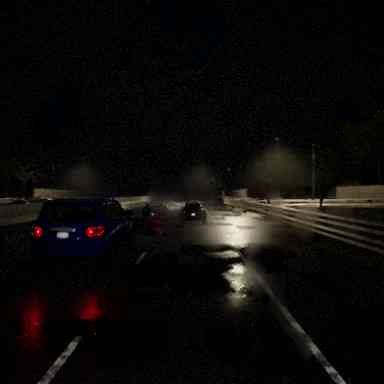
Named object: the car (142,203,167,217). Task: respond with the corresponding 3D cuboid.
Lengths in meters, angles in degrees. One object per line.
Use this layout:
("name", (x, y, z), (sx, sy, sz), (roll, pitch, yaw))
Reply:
("car", (-3.395, 1.642, 31.179), (1.895, 1.301, 4.718), (0, 0, 0))

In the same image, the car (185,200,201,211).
("car", (0.107, 1.676, 42.755), (1.895, 1.301, 4.718), (0, 0, 0))

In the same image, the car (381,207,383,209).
("car", (21.387, 1.310, 33.259), (1.895, 1.301, 4.718), (0, -3, -18))

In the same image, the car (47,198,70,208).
("car", (-21.018, 1.679, 52.548), (1.994, 1.385, 4.181), (0, 0, 1))

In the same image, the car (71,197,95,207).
("car", (-17.507, 1.612, 53.607), (2.128, 1.511, 4.902), (0, 0, 0))

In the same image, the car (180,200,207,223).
("car", (0.104, 1.595, 26.139), (1.994, 1.385, 4.181), (0, 0, 0))

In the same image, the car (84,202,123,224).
("car", (-6.895, 1.557, 26.331), (1.812, 1.442, 4.674), (0, 0, 0))

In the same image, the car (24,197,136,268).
("car", (-3.398, 1.230, 11.442), (2.150, 2.045, 5.566), (0, 0, 0))

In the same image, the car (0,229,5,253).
("car", (-6.898, 1.227, 7.981), (2.150, 2.045, 5.566), (0, 0, 0))
